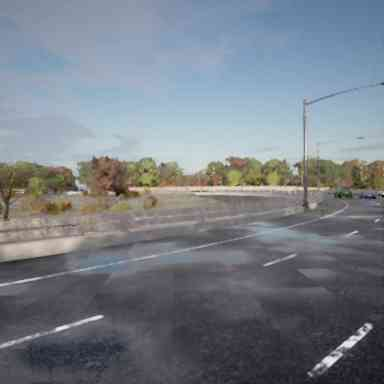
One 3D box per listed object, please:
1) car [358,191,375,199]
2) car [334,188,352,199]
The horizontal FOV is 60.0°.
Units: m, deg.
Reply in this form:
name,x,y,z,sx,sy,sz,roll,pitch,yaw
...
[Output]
name,x,y,z,sx,sy,sz,roll,pitch,yaw
car,30.854,0.539,58.900,1.994,1.385,4.181,-1,1,14
car,27.878,0.208,61.379,2.150,2.045,5.566,-1,1,13
